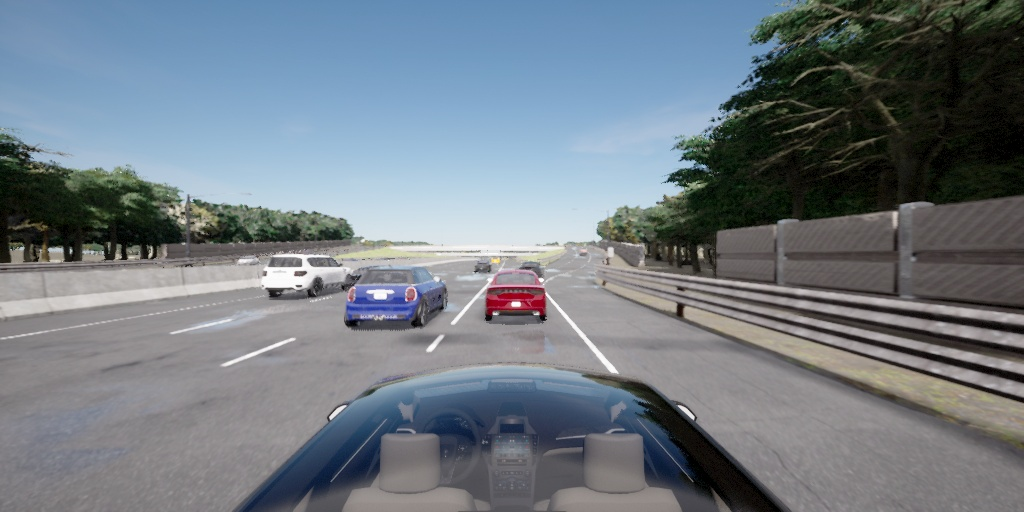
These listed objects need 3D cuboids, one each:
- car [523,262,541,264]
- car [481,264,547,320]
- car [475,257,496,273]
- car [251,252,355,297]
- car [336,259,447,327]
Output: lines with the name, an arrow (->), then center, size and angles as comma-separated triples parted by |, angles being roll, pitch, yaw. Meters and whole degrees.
car -> 1.788, 1.224, 31.022 | 1.837, 1.490, 4.892 | 0, 0, 11
car -> 0.134, 1.212, 12.654 | 1.882, 1.535, 5.008 | 0, 0, 0
car -> -3.440, 1.185, 43.531 | 2.128, 1.511, 4.902 | 0, 0, 0
car -> -10.365, 0.947, 18.682 | 2.150, 2.045, 5.566 | 0, 0, 0
car -> -3.483, 1.088, 11.626 | 2.097, 1.767, 4.553 | 0, 0, 0
